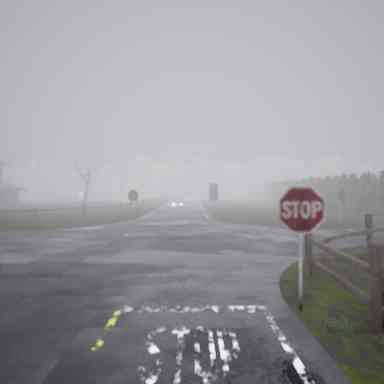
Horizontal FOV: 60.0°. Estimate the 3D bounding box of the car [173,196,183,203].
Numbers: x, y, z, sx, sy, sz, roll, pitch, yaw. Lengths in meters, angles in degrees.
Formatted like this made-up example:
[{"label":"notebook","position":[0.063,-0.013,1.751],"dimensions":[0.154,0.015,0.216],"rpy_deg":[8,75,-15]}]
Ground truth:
[{"label":"car","position":[-2.806,1.526,66.988],"dimensions":[1.895,1.301,4.718],"rpy_deg":[0,0,0]}]
